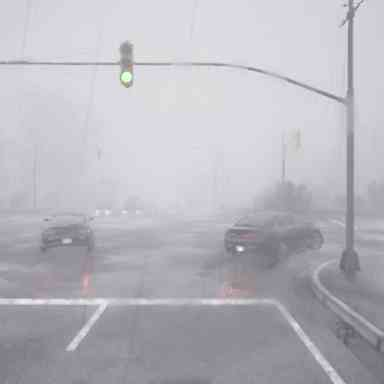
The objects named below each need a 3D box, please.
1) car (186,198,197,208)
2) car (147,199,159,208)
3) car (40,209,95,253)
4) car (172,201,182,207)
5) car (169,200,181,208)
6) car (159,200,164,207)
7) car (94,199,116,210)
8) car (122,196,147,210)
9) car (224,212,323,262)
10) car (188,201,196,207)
[{"bbox_3d":[-0.067,2.308,69.245,2.150,2.045,5.566,0,-3,0],"label":"car"},{"bbox_3d":[-7.112,2.012,55.983,1.837,1.490,4.892,0,-3,0],"label":"car"},{"bbox_3d":[-5.068,1.497,13.630,1.812,1.442,4.674,0,0,-19],"label":"car"},{"bbox_3d":[-3.577,2.926,79.634,2.033,1.411,5.357,0,-3,0],"label":"car"},{"bbox_3d":[-3.567,2.454,69.592,2.097,1.767,4.553,0,-3,0],"label":"car"},{"bbox_3d":[-7.068,2.503,71.046,2.128,1.511,4.902,0,-3,0],"label":"car"},{"bbox_3d":[-10.627,1.534,40.860,1.994,1.385,4.181,0,-1,0],"label":"car"},{"bbox_3d":[-7.128,1.316,40.599,2.097,1.767,4.553,0,-1,0],"label":"car"},{"bbox_3d":[3.117,1.491,12.245,1.837,1.490,4.892,-3,-1,41],"label":"car"},{"bbox_3d":[-0.077,2.864,79.640,1.882,1.535,5.008,0,-3,0],"label":"car"}]
